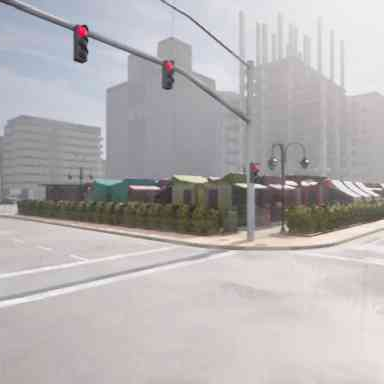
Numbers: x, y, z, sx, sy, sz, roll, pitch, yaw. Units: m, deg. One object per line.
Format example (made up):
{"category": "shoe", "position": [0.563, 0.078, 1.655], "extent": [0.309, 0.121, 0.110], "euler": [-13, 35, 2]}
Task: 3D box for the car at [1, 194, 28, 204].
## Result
{"category": "car", "position": [-32.268, 1.294, 61.331], "extent": [1.905, 1.878, 3.866], "euler": [0, 0, 43]}
